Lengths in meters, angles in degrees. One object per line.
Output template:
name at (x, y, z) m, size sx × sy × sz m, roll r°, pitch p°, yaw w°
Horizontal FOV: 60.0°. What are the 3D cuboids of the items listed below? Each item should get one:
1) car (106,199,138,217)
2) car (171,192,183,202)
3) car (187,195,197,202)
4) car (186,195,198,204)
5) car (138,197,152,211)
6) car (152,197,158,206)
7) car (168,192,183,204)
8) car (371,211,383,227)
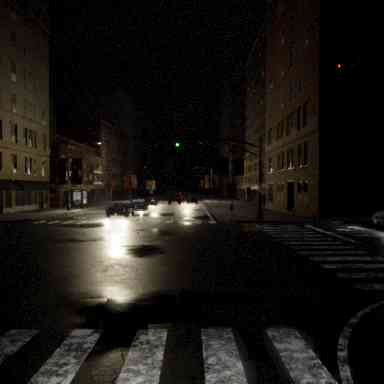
car at (-6.563, 1.584, 30.892) m, size 1.895 × 1.301 × 4.718 m, roll 0°, pitch 0°, yaw 0°
car at (-3.175, 1.084, 71.613) m, size 2.150 × 2.045 × 5.566 m, roll 0°, pitch 0°, yaw 0°
car at (0.075, 1.399, 71.579) m, size 2.033 × 1.411 × 5.357 m, roll 0°, pitch 0°, yaw 0°
car at (0.064, 1.474, 61.159) m, size 1.837 × 1.490 × 4.892 m, roll 0°, pitch 0°, yaw 0°
car at (-6.546, 1.541, 40.819) m, size 1.994 × 1.385 × 4.181 m, roll 0°, pitch 0°, yaw 0°
car at (-6.534, 1.519, 52.910) m, size 2.033 × 1.411 × 5.357 m, roll 0°, pitch 0°, yaw 0°
car at (-3.186, 1.191, 61.192) m, size 2.150 × 2.045 × 5.566 m, roll 0°, pitch 0°, yaw 0°
car at (12.992, 1.384, 19.333) m, size 4.674 × 1.442 × 1.812 m, roll 0°, pitch 1°, yaw 0°
